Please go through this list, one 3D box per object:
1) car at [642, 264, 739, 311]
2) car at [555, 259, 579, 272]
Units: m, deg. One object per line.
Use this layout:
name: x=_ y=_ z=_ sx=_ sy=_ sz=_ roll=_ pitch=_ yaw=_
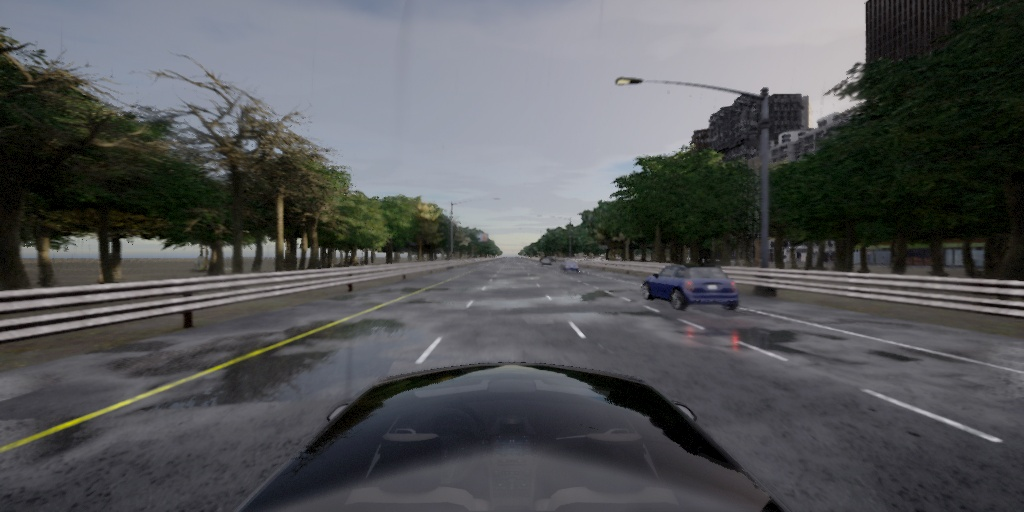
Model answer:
car: x=7.008 y=1.099 z=14.652 sx=2.097 sy=1.767 sz=4.553 roll=0 pitch=0 yaw=0
car: x=7.042 y=1.281 z=44.688 sx=2.033 sy=1.411 sz=5.357 roll=0 pitch=0 yaw=0
